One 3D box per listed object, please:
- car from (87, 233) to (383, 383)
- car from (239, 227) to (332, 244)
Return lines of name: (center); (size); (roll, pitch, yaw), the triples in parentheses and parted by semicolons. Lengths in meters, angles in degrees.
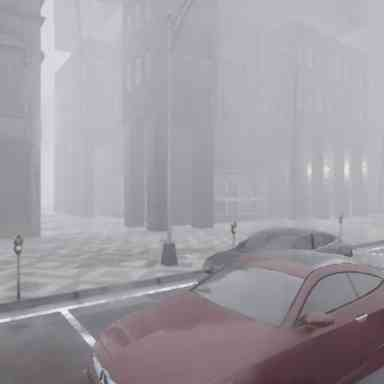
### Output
car: (1.120, 1.539, 4.170); (4.674, 1.442, 1.812); (0, 0, -35)
car: (2.272, 1.593, 8.259); (4.313, 1.339, 1.947); (0, 0, -35)
